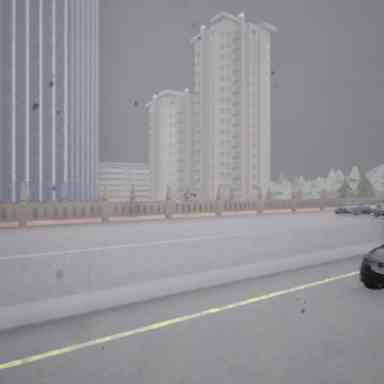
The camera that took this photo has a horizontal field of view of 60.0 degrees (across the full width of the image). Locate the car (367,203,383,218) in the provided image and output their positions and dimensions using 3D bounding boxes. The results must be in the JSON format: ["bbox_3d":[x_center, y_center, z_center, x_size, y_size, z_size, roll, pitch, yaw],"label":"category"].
[{"bbox_3d":[18.026,1.564,29.735,4.892,1.490,1.837,0,0,-35],"label":"car"}]

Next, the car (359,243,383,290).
[{"bbox_3d":[5.856,1.574,7.921,4.181,1.385,1.994,0,0,-35],"label":"car"}]

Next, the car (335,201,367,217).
[{"bbox_3d":[15.812,1.622,32.454,4.181,1.385,1.994,0,0,-35],"label":"car"}]
